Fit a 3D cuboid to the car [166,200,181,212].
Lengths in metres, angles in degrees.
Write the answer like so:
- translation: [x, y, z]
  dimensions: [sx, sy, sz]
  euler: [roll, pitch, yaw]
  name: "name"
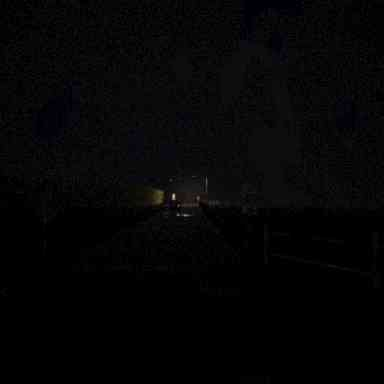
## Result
- translation: [-2.787, 2.059, 50.995]
  dimensions: [2.097, 1.767, 4.553]
  euler: [0, -1, 0]
  name: "car"
